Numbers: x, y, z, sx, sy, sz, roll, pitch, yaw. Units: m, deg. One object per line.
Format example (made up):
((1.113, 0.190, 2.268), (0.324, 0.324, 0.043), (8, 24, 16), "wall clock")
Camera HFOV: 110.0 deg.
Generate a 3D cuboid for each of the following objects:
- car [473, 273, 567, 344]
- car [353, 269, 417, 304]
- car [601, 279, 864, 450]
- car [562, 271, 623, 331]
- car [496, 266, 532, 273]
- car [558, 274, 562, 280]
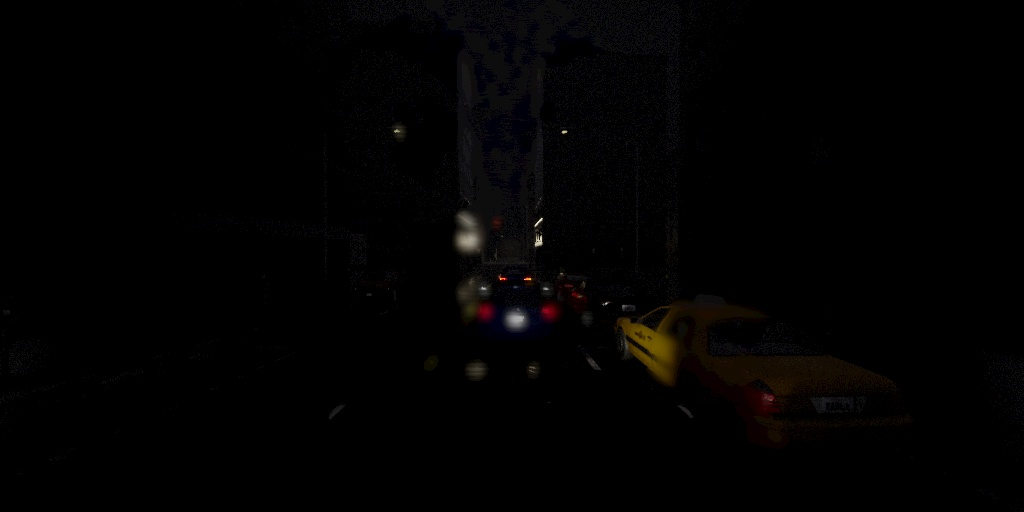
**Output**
((0.104, 1.312, 9.563), (1.994, 1.385, 4.181), (0, 0, 0), "car")
((-5.663, 1.290, 16.466), (1.888, 1.381, 4.507), (0, 0, 0), "car")
((2.876, 1.274, 5.462), (1.751, 1.417, 4.829), (0, 0, 0), "car")
((2.879, 1.313, 10.878), (1.948, 1.339, 4.313), (0, 0, 0), "car")
((0.111, 1.270, 19.578), (1.812, 1.442, 4.674), (0, 0, -2), "car")
((2.882, 1.327, 16.464), (1.802, 1.307, 4.207), (0, 0, 0), "car")
